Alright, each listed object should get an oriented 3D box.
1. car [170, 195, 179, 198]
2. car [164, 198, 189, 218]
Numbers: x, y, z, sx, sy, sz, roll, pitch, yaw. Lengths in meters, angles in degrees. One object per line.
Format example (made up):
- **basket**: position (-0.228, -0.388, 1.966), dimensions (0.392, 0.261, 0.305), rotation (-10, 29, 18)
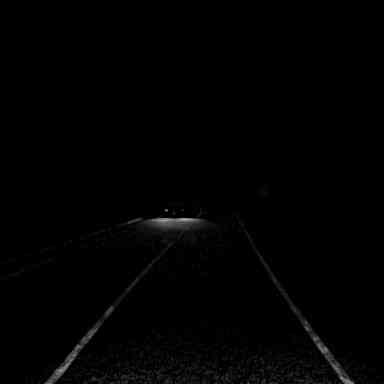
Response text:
- **car**: position (-3.833, 1.454, 72.816), dimensions (2.033, 1.411, 5.357), rotation (1, 0, -12)
- **car**: position (-1.337, 1.531, 30.299), dimensions (1.812, 1.442, 4.674), rotation (0, 0, 4)
